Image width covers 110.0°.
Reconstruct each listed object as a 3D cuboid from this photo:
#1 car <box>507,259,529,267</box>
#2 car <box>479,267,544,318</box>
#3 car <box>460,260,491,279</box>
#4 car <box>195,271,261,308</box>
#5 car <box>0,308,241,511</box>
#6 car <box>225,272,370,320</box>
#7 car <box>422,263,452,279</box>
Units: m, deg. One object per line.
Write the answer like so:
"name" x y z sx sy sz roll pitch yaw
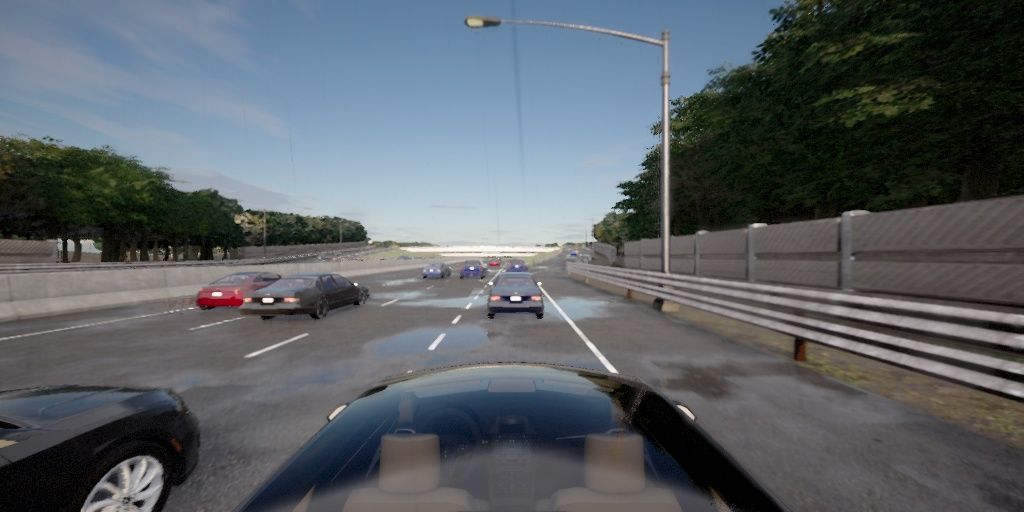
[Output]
"car" 0.705 1.102 38.064 2.097 1.767 4.553 0 0 5
"car" 0.118 1.297 13.029 2.033 1.411 5.357 0 0 0
"car" -3.396 1.101 32.635 2.097 1.767 4.553 0 0 0
"car" -10.376 1.313 14.628 1.994 1.385 4.181 0 0 0
"car" -3.501 1.260 0.936 1.837 1.490 4.892 0 0 0
"car" -6.884 1.297 12.634 2.033 1.411 5.357 0 0 0
"car" -6.795 1.297 32.842 2.033 1.411 5.357 0 0 0
